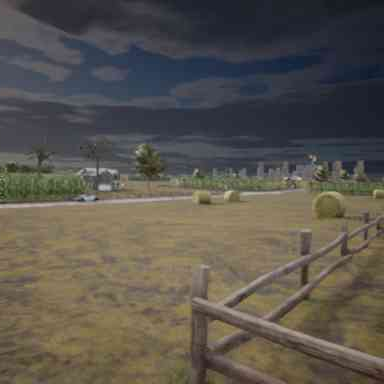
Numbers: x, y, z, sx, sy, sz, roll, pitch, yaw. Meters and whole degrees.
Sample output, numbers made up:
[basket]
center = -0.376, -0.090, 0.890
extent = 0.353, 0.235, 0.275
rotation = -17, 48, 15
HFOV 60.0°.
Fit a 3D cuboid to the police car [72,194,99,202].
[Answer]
[police car]
center = -19.861, 1.104, 61.831
extent = 2.038, 1.542, 4.974
rotation = 3, 2, 36
